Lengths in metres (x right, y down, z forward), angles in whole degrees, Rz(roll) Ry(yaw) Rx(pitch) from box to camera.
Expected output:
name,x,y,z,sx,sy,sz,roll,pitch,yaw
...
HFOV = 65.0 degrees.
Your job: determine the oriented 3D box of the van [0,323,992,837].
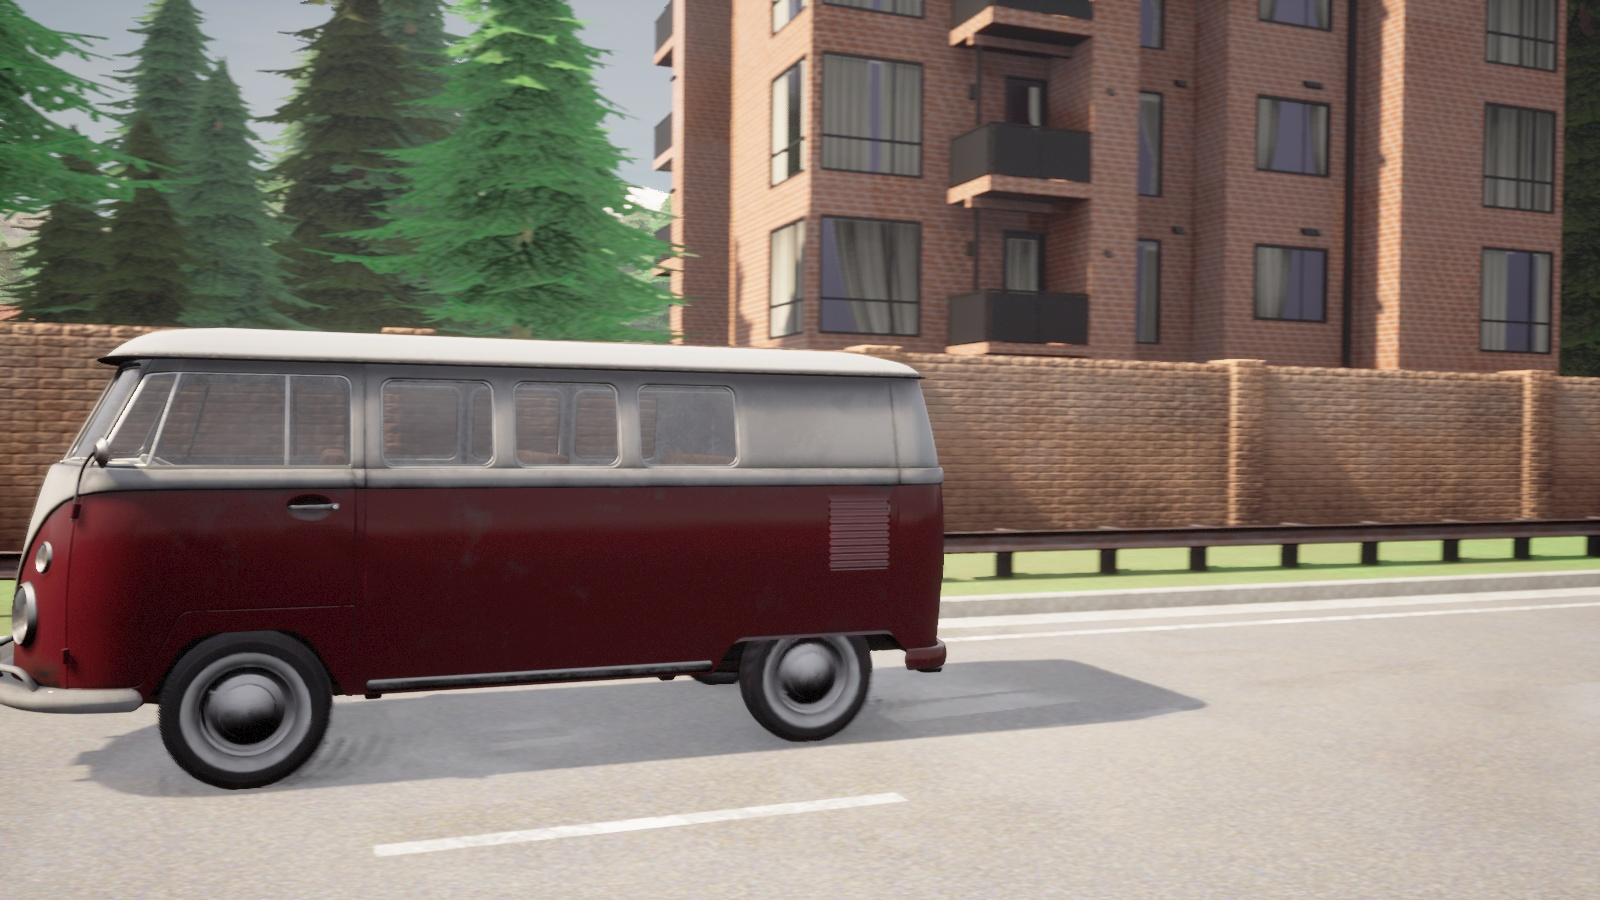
name,x,y,z,sx,sy,sz,roll,pitch,yaw
van,-1.421,0.461,6.440,4.442,1.987,1.775,-1,1,-21
